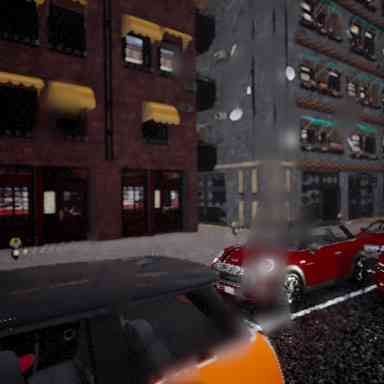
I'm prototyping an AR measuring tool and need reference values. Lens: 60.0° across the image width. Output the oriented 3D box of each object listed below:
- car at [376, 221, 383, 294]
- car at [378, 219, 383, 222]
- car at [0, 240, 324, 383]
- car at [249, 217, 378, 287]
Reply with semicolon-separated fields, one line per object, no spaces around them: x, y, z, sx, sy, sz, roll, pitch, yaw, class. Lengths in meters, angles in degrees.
6.080;1.472;7.594;5.008;1.535;1.882;0;0;-36;car
6.804;1.581;11.215;4.206;1.307;1.802;0;-1;-37;car
-1.487;1.363;1.965;4.553;1.767;2.097;0;0;-37;car
2.347;1.449;7.908;4.097;1.590;1.967;0;-1;-37;car
